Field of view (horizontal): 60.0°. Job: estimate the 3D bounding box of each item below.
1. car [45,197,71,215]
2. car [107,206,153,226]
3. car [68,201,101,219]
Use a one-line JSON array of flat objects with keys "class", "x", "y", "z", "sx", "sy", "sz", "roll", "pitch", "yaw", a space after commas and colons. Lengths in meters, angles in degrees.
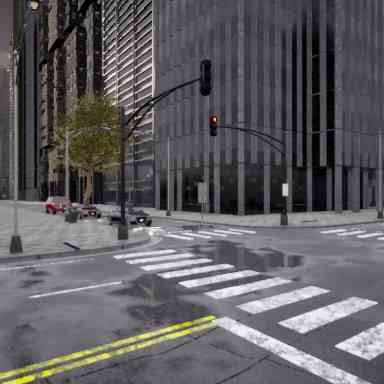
[{"class": "car", "x": -16.157, "y": 1.584, "z": 40.294, "sx": 2.150, "sy": 2.045, "sz": 5.566, "roll": 0, "pitch": 0, "yaw": -35}, {"class": "car", "x": -4.534, "y": 1.739, "z": 23.926, "sx": 1.994, "sy": 1.385, "sz": 4.181, "roll": 0, "pitch": 0, "yaw": -35}, {"class": "car", "x": -10.256, "y": 1.827, "z": 31.962, "sx": 1.994, "sy": 1.385, "sz": 4.181, "roll": 0, "pitch": 0, "yaw": -36}]
